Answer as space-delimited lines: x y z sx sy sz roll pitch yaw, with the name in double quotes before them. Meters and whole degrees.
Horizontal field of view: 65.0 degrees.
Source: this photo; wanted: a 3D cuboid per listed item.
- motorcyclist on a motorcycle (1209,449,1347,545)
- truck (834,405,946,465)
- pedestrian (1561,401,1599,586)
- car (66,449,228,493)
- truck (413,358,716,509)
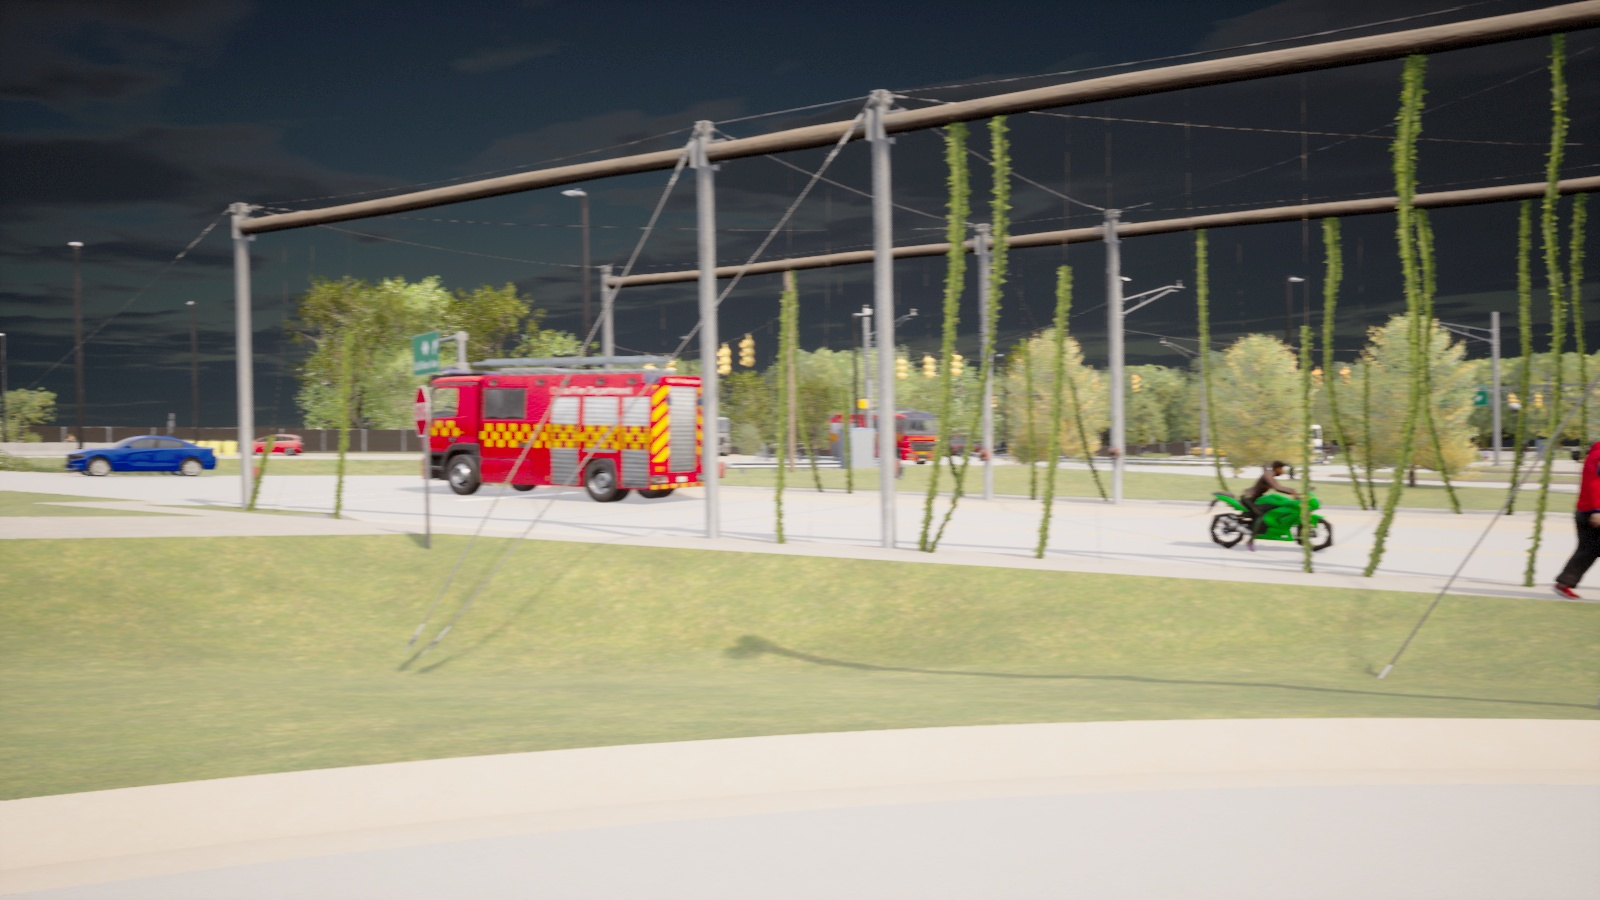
"motorcyclist on a motorcycle" 7.999 0.758 21.032 2.044 1.523 0.797 -1 1 30
"truck" 5.926 -1.059 84.159 2.891 3.827 8.468 -1 1 -34
"pedestrian" 8.280 0.422 12.702 0.899 1.844 0.634 -2 1 28
"car" -24.081 0.736 46.435 5.008 1.535 1.882 0 -1 -40
"truck" -6.707 -0.466 35.216 8.468 3.827 2.891 0 2 30
